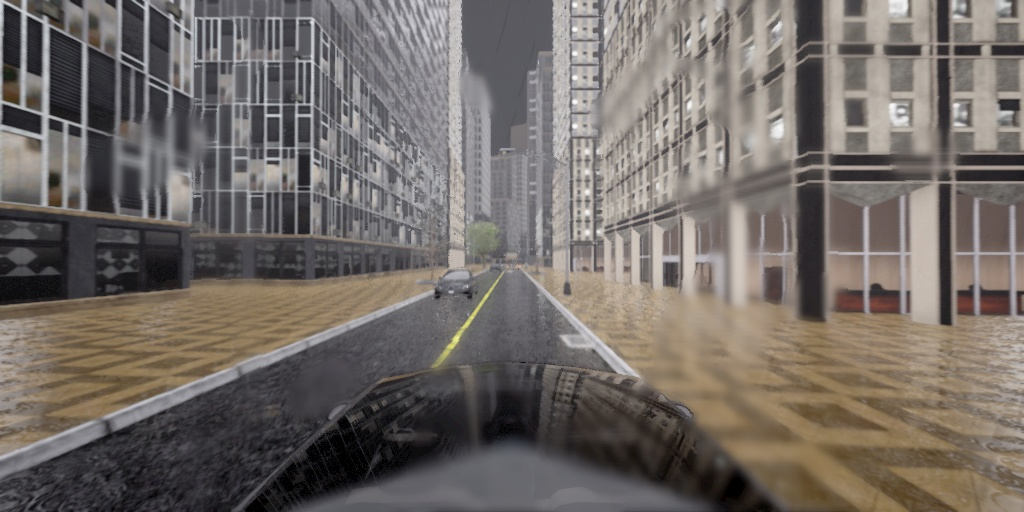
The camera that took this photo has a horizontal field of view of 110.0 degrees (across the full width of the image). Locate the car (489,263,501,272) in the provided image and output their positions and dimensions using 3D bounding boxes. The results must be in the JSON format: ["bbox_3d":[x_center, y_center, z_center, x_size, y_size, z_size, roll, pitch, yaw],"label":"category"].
[{"bbox_3d":[-2.785,1.946,61.350,2.033,1.411,5.357,0,-1,1],"label":"car"}]

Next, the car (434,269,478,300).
[{"bbox_3d":[-2.852,1.450,19.147,1.812,1.442,4.674,0,-1,0],"label":"car"}]
